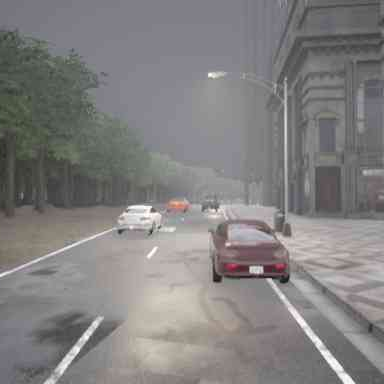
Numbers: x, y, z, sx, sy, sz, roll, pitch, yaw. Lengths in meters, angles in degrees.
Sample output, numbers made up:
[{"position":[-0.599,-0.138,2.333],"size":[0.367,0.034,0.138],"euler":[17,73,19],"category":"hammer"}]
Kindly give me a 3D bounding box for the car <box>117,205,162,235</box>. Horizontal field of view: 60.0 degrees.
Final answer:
[{"position":[-2.803,1.462,18.362],"size":[1.812,1.442,4.674],"euler":[0,0,3],"category":"car"}]

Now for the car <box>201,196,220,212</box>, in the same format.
[{"position":[2.138,1.550,39.634],"size":[1.837,1.490,4.892],"euler":[0,-1,4],"category":"car"}]

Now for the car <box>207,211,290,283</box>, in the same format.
[{"position":[1.447,1.487,9.417],"size":[1.812,1.442,4.674],"euler":[0,0,2],"category":"car"}]

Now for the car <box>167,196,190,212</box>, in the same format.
[{"position":[-1.455,1.386,38.316],"size":[2.097,1.767,4.553],"euler":[0,0,6],"category":"car"}]

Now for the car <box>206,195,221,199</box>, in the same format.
[{"position":[3.074,1.409,50.308],"size":[2.150,2.045,5.566],"euler":[0,-1,7],"category":"car"}]
